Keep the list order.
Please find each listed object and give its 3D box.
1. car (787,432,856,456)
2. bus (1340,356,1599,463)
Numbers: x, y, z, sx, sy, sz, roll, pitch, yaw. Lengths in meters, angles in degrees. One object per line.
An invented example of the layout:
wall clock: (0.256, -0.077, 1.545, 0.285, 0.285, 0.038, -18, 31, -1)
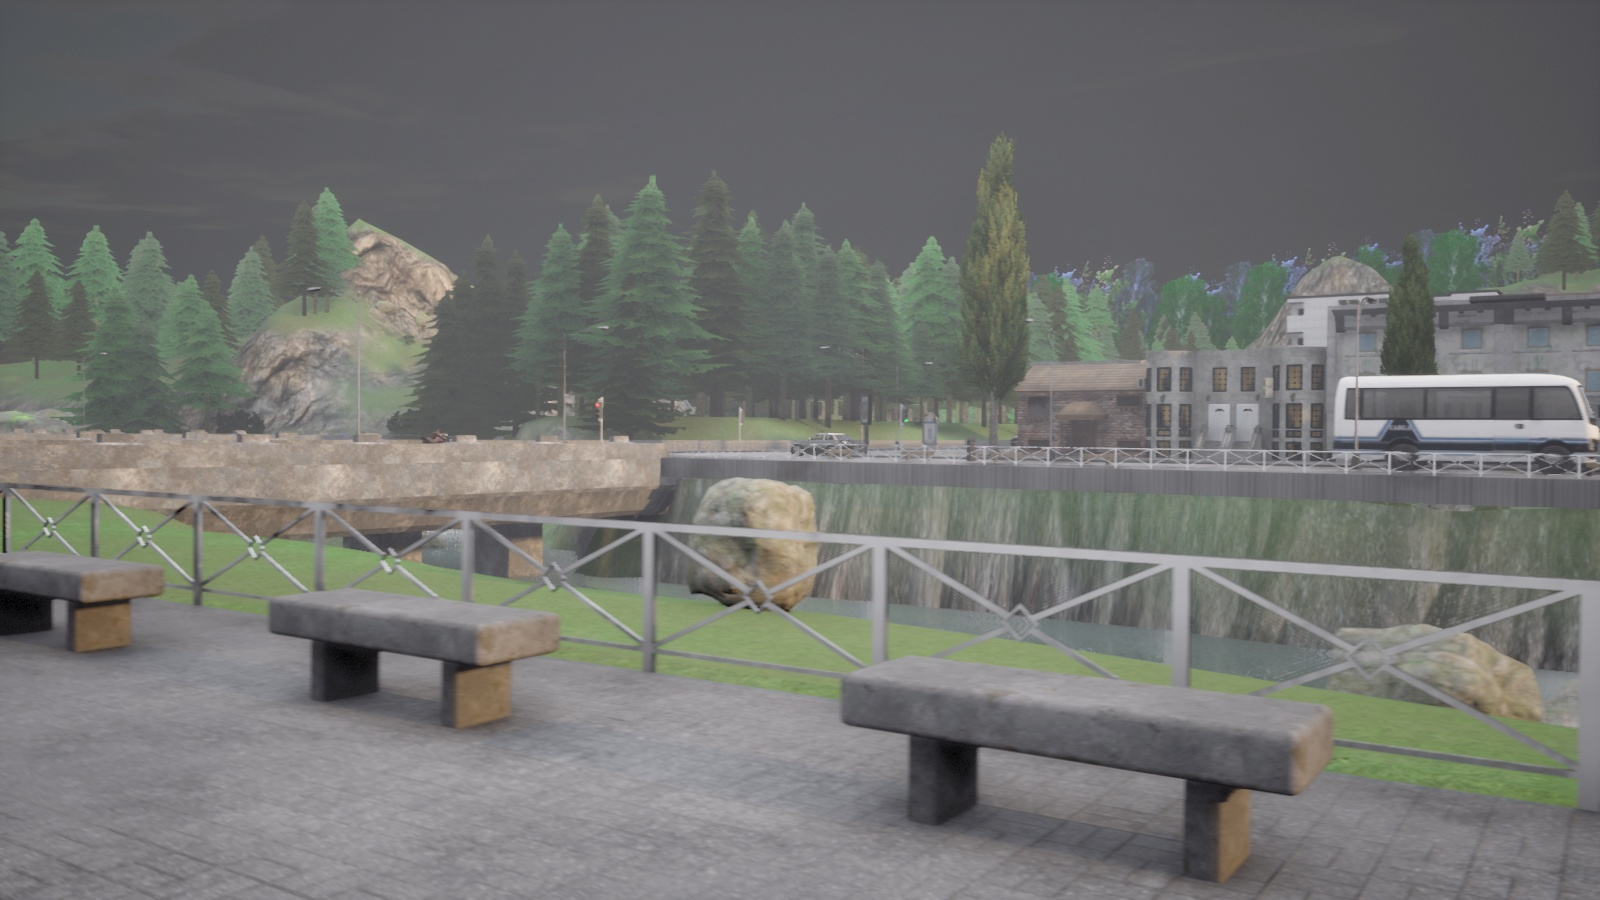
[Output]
car: (1.299, -0.373, 77.458, 3.806, 1.475, 1.970, 0, 1, 36)
bus: (29.146, -1.647, 54.046, 10.273, 4.253, 3.944, 0, 1, 34)
